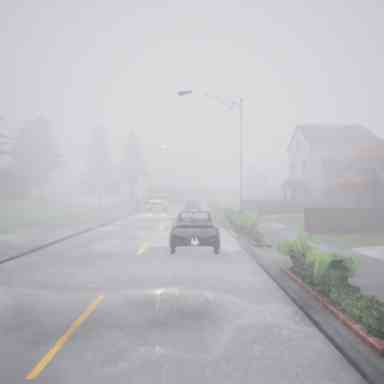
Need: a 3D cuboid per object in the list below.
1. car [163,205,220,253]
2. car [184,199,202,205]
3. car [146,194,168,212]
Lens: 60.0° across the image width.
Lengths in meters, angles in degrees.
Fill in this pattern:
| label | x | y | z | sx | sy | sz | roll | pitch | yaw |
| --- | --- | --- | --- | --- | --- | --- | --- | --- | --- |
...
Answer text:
| label | x | y | z | sx | sy | sz | roll | pitch | yaw |
| --- | --- | --- | --- | --- | --- | --- | --- | --- | --- |
| car | 0.100 | 1.518 | 13.734 | 2.128 | 1.511 | 4.902 | 0 | 0 | 0 |
| car | 0.096 | 1.583 | 40.586 | 1.837 | 1.490 | 4.892 | 0 | 0 | 0 |
| car | -4.052 | 1.298 | 39.528 | 2.150 | 2.045 | 5.566 | 0 | 0 | 0 |
